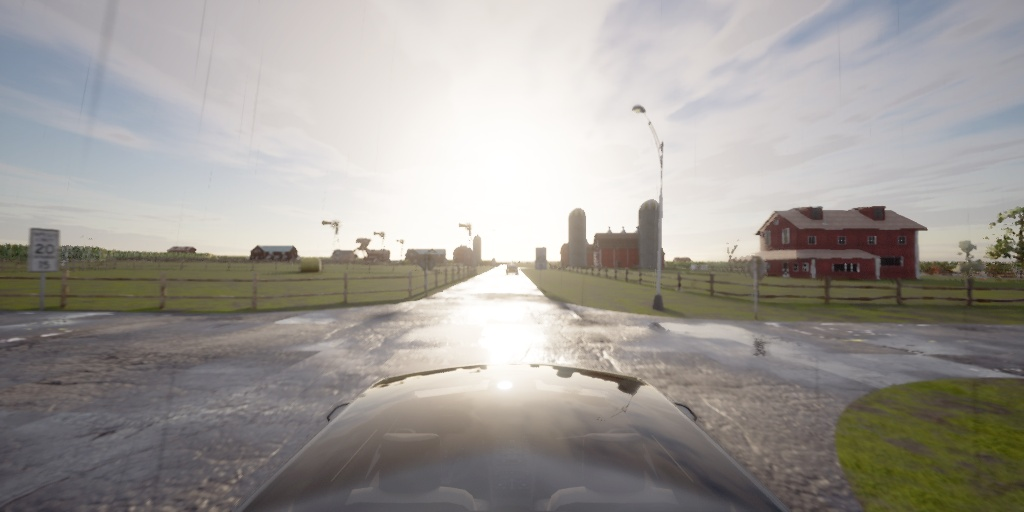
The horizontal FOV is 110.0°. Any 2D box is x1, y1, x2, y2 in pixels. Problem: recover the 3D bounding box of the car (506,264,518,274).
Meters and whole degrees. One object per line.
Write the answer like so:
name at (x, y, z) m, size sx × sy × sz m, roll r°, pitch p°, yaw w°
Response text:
car at (0.009, 2.160, 55.557) m, size 1.895 × 1.301 × 4.718 m, roll 0°, pitch -1°, yaw 0°
